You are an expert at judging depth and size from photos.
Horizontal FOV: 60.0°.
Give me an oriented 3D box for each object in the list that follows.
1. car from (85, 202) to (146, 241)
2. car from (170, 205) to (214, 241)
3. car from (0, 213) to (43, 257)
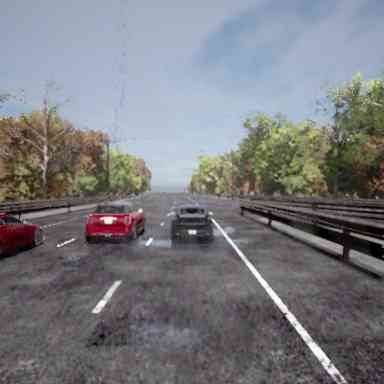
[{"bbox_3d":[-3.505,1.237,15.996,2.097,1.767,4.553,0,0,-1],"label":"car"},{"bbox_3d":[-0.006,1.388,16.104,1.837,1.490,4.892,0,0,-1],"label":"car"},{"bbox_3d":[-6.962,1.442,11.579,1.812,1.442,4.674,0,0,0],"label":"car"}]
